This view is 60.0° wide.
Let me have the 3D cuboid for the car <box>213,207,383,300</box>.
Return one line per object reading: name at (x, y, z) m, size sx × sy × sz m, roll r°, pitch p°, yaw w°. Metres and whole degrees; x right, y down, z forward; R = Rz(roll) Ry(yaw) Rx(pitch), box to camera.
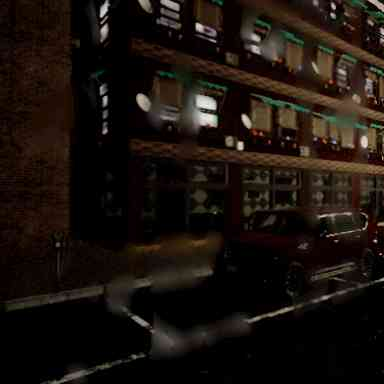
car at (2.900, 1.337, 8.624) m, size 5.009 × 1.841 × 2.192 m, roll 0°, pitch 0°, yaw -35°
